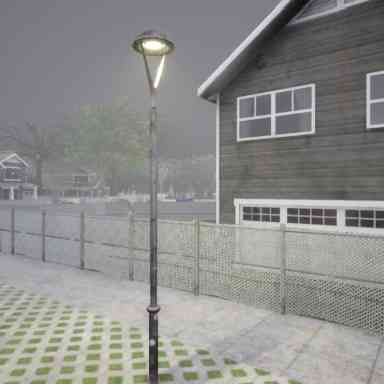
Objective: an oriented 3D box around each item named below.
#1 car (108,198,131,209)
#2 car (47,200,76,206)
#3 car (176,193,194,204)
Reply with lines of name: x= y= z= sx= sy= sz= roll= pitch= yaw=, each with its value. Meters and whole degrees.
car: x=-9.850 y=1.612 z=44.133 sx=1.837 sy=1.490 sz=4.892 roll=0 pitch=0 yaw=19
car: x=-13.654 y=1.583 z=33.948 sx=2.128 sy=1.511 sz=4.902 roll=0 pitch=0 yaw=22
car: x=-1.315 y=1.228 z=61.653 sx=2.150 sy=2.045 sz=5.566 roll=0 pitch=0 yaw=15
